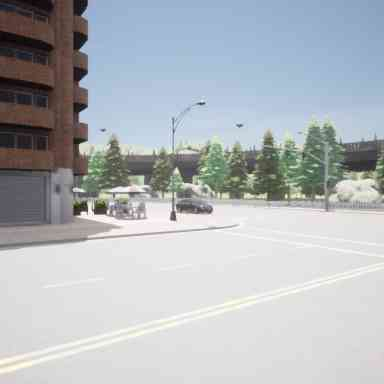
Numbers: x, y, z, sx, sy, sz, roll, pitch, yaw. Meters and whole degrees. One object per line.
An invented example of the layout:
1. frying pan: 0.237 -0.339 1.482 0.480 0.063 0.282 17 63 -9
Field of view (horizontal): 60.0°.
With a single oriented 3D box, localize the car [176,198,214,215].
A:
1. car: 0.217 1.447 33.958 1.837 1.490 4.892 0 1 -36
